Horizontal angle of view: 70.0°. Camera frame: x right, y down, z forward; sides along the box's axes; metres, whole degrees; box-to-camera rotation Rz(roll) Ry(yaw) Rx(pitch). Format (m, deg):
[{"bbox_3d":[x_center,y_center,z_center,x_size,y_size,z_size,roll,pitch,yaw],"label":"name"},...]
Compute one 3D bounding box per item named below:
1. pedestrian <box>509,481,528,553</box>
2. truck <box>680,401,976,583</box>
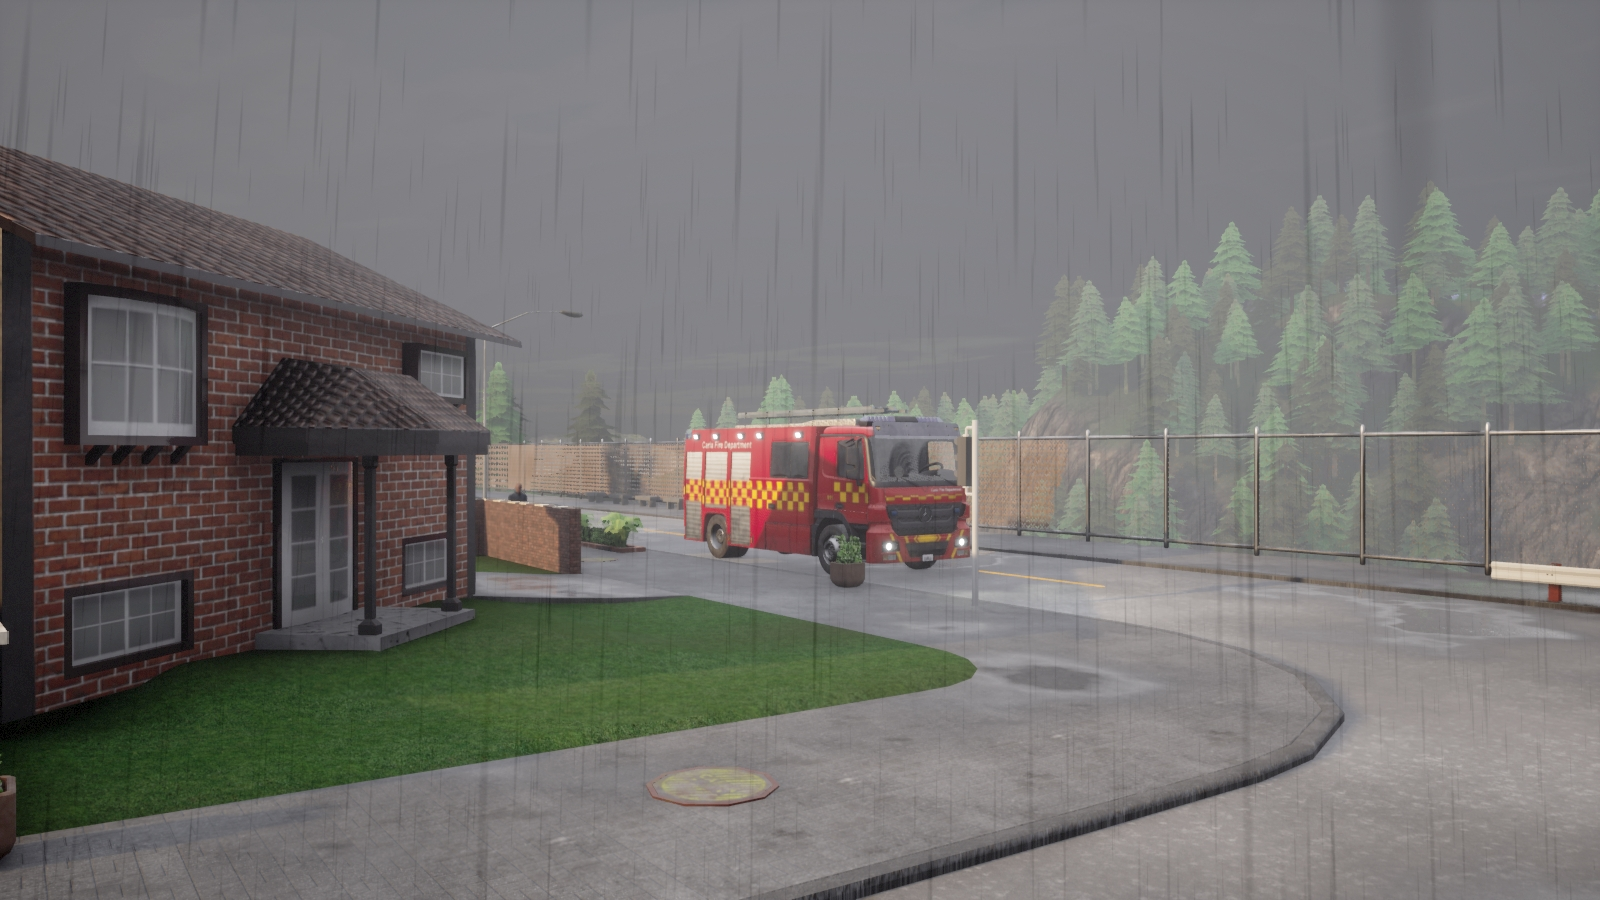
[{"bbox_3d":[-7.348,1.745,29.825,0.375,1.860,0.375,0,0,-37],"label":"pedestrian"},{"bbox_3d":[0.353,0.890,28.322,2.891,3.827,8.468,0,0,-35],"label":"truck"}]
